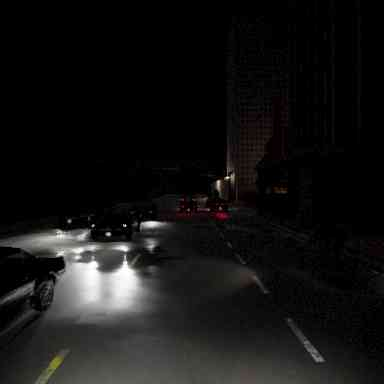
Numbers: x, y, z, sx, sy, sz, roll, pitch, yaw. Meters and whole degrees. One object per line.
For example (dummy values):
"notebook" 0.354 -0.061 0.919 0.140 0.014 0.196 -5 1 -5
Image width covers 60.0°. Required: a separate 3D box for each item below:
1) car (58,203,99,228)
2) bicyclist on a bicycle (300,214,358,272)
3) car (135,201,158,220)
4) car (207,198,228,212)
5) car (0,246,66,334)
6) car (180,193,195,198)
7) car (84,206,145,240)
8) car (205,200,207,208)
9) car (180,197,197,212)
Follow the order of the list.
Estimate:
"car" -7.322 1.491 22.315 2.128 1.511 4.902 0 0 0
"bicyclist on a bicycle" 3.824 1.441 9.331 1.656 1.620 0.582 -2 0 -1
"car" -3.922 1.525 27.790 1.812 1.442 4.674 0 0 -1
"car" 3.089 1.504 38.726 1.837 1.490 4.892 0 0 0
"car" -3.652 1.601 5.017 1.895 1.301 4.718 0 0 -1
"car" -0.504 1.220 47.502 2.150 2.045 5.566 0 0 -1
"car" -3.806 1.601 17.232 1.895 1.301 4.718 0 0 -1
"car" 2.932 1.524 47.978 1.812 1.442 4.674 0 0 0
"car" -0.374 1.600 37.737 1.895 1.301 4.718 0 0 -1
